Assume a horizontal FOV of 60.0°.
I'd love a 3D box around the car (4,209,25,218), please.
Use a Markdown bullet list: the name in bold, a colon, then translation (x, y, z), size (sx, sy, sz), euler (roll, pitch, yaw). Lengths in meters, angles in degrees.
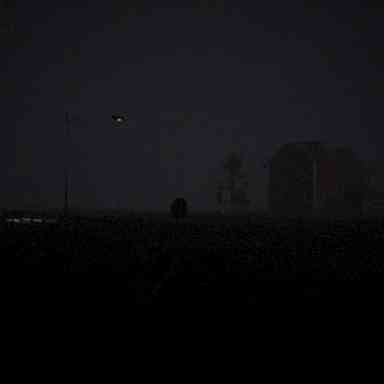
- **car**: translation (-24.616, 2.944, 46.128), size (1.895, 1.301, 4.718), euler (1, -2, -40)
